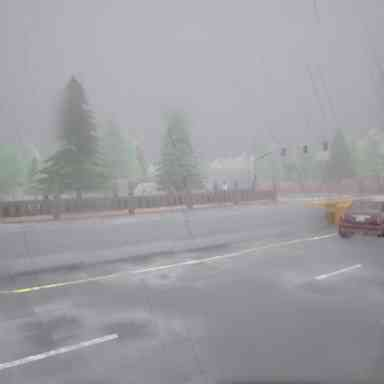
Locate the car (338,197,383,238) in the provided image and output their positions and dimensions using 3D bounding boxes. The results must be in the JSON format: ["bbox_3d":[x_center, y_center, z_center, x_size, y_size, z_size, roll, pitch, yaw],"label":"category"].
[{"bbox_3d":[8.213,0.986,14.018,4.553,1.767,2.097,-3,2,-35],"label":"car"}]
